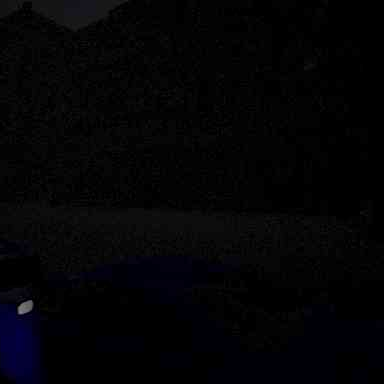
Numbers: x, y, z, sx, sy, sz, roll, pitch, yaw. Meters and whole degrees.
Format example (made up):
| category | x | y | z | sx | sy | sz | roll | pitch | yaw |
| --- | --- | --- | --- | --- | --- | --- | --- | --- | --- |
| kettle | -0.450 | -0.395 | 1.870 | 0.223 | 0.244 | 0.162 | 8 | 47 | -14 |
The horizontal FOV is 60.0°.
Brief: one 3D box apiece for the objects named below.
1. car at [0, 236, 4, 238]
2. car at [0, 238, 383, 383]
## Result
| category | x | y | z | sx | sy | sz | roll | pitch | yaw |
| --- | --- | --- | --- | --- | --- | --- | --- | --- | --- |
| car | -5.167 | 1.488 | 6.912 | 5.008 | 1.535 | 2.097 | 0 | 0 | 35 |
| car | -0.594 | 1.483 | 3.735 | 5.008 | 1.535 | 2.097 | 0 | 0 | 35 |
